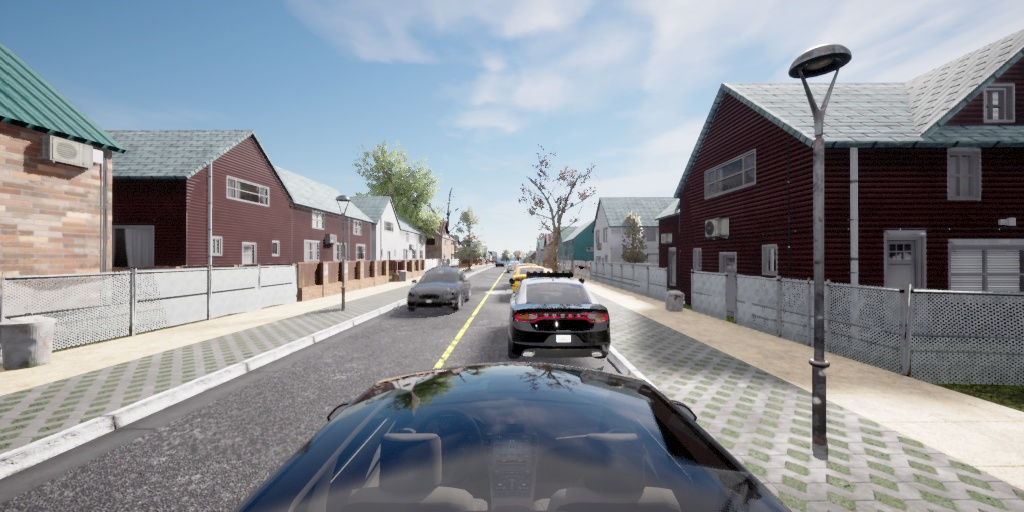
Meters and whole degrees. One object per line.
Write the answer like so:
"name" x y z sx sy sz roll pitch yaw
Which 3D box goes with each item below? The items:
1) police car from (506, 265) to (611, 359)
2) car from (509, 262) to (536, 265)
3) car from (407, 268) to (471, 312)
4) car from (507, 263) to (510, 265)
"police car" 0.879 1.176 8.567 1.930 1.638 5.238 0 0 0
"car" 0.948 1.238 18.458 1.882 1.535 5.008 0 0 0
"car" -2.755 1.259 14.378 1.837 1.490 4.892 0 0 0
"car" 0.345 1.383 45.730 1.812 1.442 4.674 0 0 1
